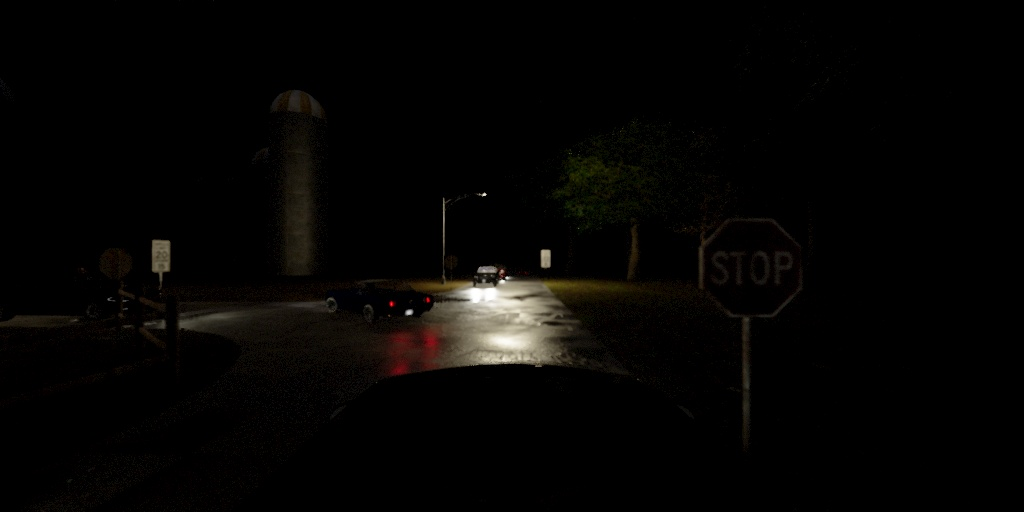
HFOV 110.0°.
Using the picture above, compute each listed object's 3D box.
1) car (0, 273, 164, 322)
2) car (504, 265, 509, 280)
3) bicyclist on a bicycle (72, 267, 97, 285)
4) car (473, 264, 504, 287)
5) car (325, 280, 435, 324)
[{"bbox_3d":[-15.194,1.368,12.533,5.008,1.535,1.882,0,0,0],"label":"car"},{"bbox_3d":[-1.740,1.655,39.229,2.097,1.767,4.553,0,-1,2],"label":"car"},{"bbox_3d":[-22.220,1.406,18.609,0.582,1.620,1.656,0,-1,1],"label":"bicyclist on a bicycle"},{"bbox_3d":[-2.021,1.626,29.226,2.128,1.511,4.902,0,-1,2],"label":"car"},{"bbox_3d":[-4.875,1.491,12.753,4.718,1.301,1.895,0,-1,42],"label":"car"}]
